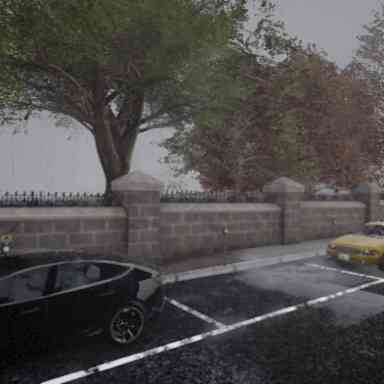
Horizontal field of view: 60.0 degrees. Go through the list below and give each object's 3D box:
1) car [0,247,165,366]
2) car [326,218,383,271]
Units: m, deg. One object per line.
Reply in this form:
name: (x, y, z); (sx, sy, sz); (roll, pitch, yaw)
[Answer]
car: (-2.443, 1.570, 4.800); (4.313, 1.339, 1.947); (0, 1, -36)
car: (6.409, 1.592, 11.119); (4.829, 1.417, 1.752); (0, 1, -36)
